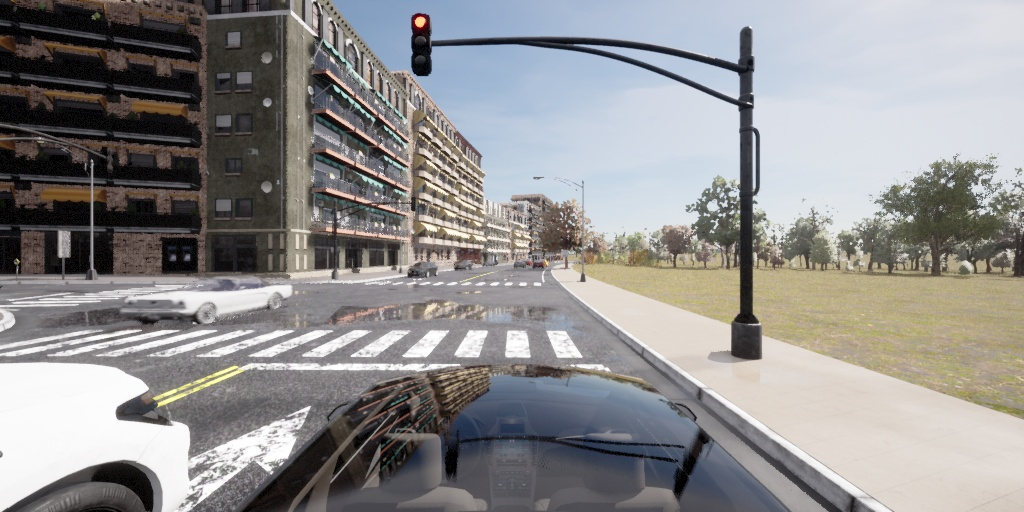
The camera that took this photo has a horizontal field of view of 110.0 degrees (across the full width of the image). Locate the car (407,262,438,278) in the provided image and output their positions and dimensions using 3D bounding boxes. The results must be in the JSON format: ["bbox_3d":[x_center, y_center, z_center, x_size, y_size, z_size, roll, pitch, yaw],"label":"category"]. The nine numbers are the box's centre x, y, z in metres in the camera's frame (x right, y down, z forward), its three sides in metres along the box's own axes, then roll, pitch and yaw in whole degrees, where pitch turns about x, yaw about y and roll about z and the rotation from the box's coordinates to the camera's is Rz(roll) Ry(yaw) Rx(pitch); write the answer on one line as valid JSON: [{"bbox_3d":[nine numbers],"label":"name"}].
[{"bbox_3d":[-8.505,1.312,34.538,1.837,1.490,4.892,0,0,5],"label":"car"}]

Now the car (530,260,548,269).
[{"bbox_3d":[4.756,1.411,63.148,1.882,1.535,5.008,0,0,8],"label":"car"}]

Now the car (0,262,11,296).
[{"bbox_3d":[-23.799,0.914,13.606,5.357,1.411,2.033,1,0,-19],"label":"car"}]

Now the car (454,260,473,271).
[{"bbox_3d":[-6.886,1.375,51.088,1.837,1.490,4.892,0,0,7],"label":"car"}]

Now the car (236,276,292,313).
[{"bbox_3d":[-9.685,1.357,11.938,1.895,1.301,4.718,0,0,2],"label":"car"}]

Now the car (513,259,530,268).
[{"bbox_3d":[1.431,1.426,63.841,2.128,1.511,4.902,0,0,9],"label":"car"}]
